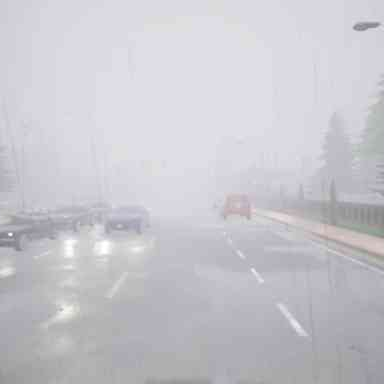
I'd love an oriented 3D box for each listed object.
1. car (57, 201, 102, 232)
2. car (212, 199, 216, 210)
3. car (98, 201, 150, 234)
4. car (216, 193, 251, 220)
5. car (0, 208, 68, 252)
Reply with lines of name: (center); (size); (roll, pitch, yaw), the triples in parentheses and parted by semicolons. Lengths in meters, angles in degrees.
car: (-7.051, 1.457, 19.521); (1.837, 1.490, 4.892); (0, 0, 0)
car: (3.431, 1.469, 40.496); (1.895, 1.301, 4.718); (0, 0, 1)
car: (-3.555, 1.423, 18.924); (1.882, 1.535, 5.008); (0, 0, 0)
car: (3.478, 1.132, 27.549); (2.150, 2.045, 5.566); (0, 0, 0)
car: (-7.131, 1.565, 13.863); (1.895, 1.301, 4.718); (0, 0, 0)
